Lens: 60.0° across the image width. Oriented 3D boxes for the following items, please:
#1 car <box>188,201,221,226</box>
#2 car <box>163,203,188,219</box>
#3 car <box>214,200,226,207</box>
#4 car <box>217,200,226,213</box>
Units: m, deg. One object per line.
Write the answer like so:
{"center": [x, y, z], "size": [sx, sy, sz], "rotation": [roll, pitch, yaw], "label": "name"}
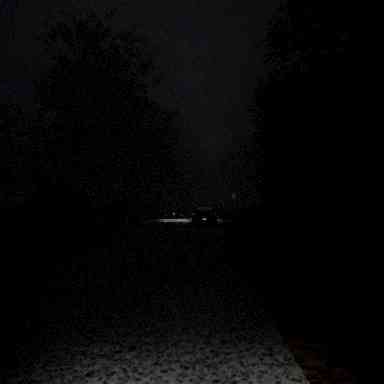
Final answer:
{"center": [1.001, 1.637, 24.499], "size": [1.812, 1.442, 4.674], "rotation": [0, 0, 4], "label": "car"}
{"center": [-1.378, 1.731, 30.798], "size": [1.994, 1.385, 4.181], "rotation": [0, -1, 6], "label": "car"}
{"center": [5.961, 2.467, 70.701], "size": [1.812, 1.442, 4.674], "rotation": [1, -1, 14], "label": "car"}
{"center": [3.094, 1.922, 42.760], "size": [2.033, 1.411, 5.357], "rotation": [0, -1, 9], "label": "car"}
